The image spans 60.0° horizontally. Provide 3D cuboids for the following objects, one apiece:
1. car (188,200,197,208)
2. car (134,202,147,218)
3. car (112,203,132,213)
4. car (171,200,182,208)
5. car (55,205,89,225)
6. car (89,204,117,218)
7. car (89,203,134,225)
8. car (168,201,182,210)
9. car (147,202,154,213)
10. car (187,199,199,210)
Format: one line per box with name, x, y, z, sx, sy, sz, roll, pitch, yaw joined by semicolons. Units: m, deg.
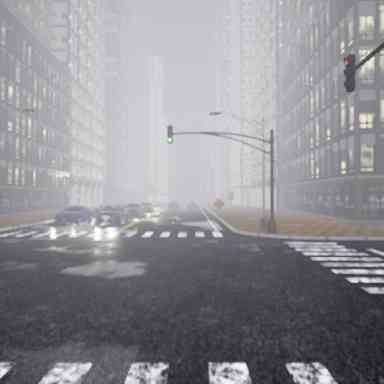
car;0.092;2.505;69.037;1.882;1.535;5.008;0;-1;0
car;-6.585;1.999;37.344;1.882;1.535;5.008;0;-1;0
car;-9.823;2.234;47.122;1.994;1.385;4.181;0;-1;0
car;-3.134;2.503;68.057;2.128;1.511;4.902;0;-1;0
car;-9.843;1.863;28.068;1.882;1.535;5.008;0;-1;0
car;-9.835;2.083;37.199;1.994;1.385;4.181;0;-1;0
car;-6.589;1.874;27.818;2.128;1.511;4.902;0;-1;0
car;-3.127;2.315;57.649;1.882;1.535;5.008;0;-1;0
car;-6.577;2.200;47.390;1.812;1.442;4.674;0;-1;0
car;0.125;2.389;59.191;1.812;1.442;4.674;0;-1;0
